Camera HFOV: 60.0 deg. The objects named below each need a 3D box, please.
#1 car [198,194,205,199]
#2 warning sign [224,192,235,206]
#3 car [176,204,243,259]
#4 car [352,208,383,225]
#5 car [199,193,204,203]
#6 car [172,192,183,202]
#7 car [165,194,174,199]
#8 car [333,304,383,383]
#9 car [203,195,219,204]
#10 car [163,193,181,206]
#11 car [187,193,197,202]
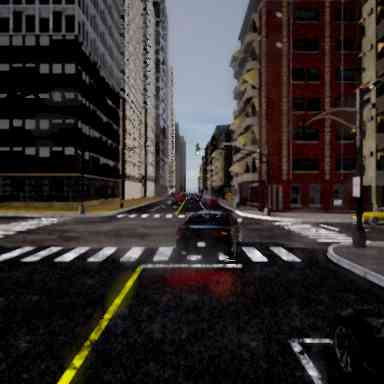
[{"bbox_3d":[2.671,1.193,91.376,1.802,1.307,4.206,0,0,0],"label":"car"},{"bbox_3d":[5.056,0.912,44.681,1.300,1.860,1.060,0,0,0],"label":"warning sign"},{"bbox_3d":[0.803,1.418,12.483,1.882,1.535,5.008,0,0,12],"label":"car"},{"bbox_3d":[14.638,1.715,24.889,4.829,1.417,1.752,1,-1,0],"label":"car"},{"bbox_3d":[2.679,1.294,57.485,2.008,1.369,4.403,0,0,0],"label":"car"},{"bbox_3d":[-3.026,0.935,64.537,2.150,2.045,5.566,0,0,0],"label":"car"},{"bbox_3d":[-5.707,1.183,85.725,2.008,1.369,4.403,0,0,0],"label":"car"},{"bbox_3d":[2.691,1.553,2.545,1.947,1.339,4.313,0,0,0],"label":"car"},{"bbox_3d":[2.732,1.379,44.568,1.802,1.307,4.206,0,0,0],"label":"car"},{"bbox_3d":[-3.095,1.273,48.242,2.128,1.511,4.902,0,0,0],"label":"car"},{"bbox_3d":[-0.014,1.304,67.197,1.895,1.301,4.718,0,0,0],"label":"car"}]
